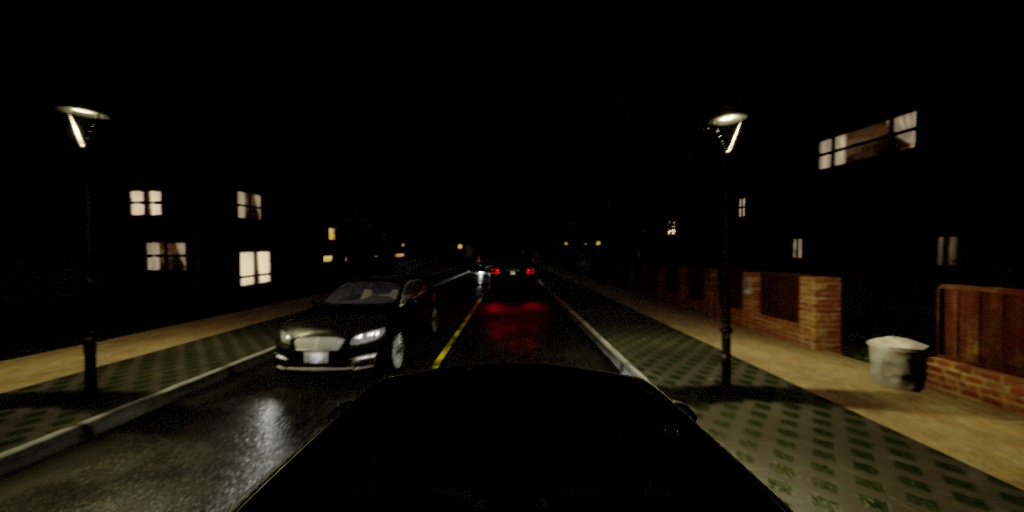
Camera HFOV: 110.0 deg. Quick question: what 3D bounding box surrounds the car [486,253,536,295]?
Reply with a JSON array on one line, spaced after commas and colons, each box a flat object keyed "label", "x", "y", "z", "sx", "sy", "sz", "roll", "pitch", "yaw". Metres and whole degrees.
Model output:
[{"label": "car", "x": 0.058, "y": 0.854, "z": 18.769, "sx": 2.150, "sy": 2.045, "sz": 5.566, "roll": 0, "pitch": 0, "yaw": 0}]

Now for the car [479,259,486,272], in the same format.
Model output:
[{"label": "car", "x": -2.786, "y": 1.023, "z": 41.985, "sx": 1.812, "sy": 1.442, "sz": 4.674, "roll": 0, "pitch": 0, "yaw": 1}]

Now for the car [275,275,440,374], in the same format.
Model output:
[{"label": "car", "x": -2.838, "y": 1.198, "z": 7.657, "sx": 2.128, "sy": 1.511, "sz": 4.902, "roll": 0, "pitch": 0, "yaw": 0}]
